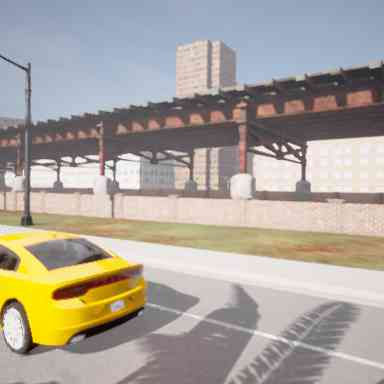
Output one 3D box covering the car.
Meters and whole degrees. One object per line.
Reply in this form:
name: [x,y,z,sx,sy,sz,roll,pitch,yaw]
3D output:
car: [-3.078,1.484,6.188,5.008,1.535,1.882,0,0,36]
